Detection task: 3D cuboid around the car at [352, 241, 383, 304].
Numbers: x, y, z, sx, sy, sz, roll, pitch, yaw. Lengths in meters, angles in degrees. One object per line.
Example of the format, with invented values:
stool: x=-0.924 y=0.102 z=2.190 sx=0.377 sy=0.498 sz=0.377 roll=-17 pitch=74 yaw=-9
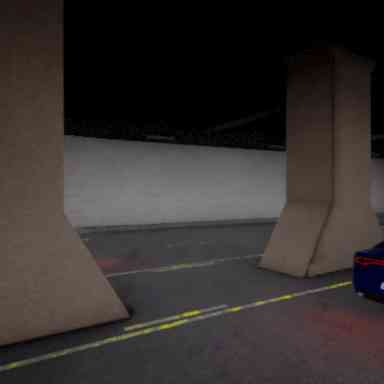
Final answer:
car: x=5.463 y=1.449 z=6.841 sx=5.008 sy=1.535 sz=1.882 roll=0 pitch=0 yaw=-30
